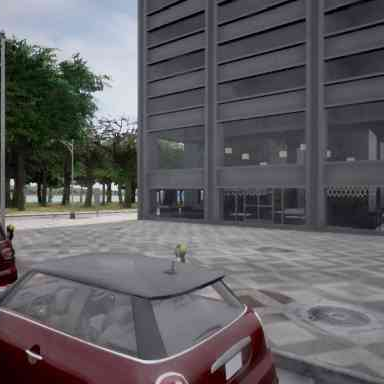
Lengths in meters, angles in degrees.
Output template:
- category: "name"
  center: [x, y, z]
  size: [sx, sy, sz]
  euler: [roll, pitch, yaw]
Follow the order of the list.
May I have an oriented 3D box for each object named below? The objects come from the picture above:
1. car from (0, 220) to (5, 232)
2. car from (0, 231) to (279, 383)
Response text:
- category: "car"
  center: [-5.666, 1.315, 6.997]
  size: [5.009, 1.841, 2.192]
  euler: [0, 0, 35]
- category: "car"
  center: [-1.237, 1.440, 3.842]
  size: [4.097, 1.590, 1.967]
  euler: [0, 0, 35]
